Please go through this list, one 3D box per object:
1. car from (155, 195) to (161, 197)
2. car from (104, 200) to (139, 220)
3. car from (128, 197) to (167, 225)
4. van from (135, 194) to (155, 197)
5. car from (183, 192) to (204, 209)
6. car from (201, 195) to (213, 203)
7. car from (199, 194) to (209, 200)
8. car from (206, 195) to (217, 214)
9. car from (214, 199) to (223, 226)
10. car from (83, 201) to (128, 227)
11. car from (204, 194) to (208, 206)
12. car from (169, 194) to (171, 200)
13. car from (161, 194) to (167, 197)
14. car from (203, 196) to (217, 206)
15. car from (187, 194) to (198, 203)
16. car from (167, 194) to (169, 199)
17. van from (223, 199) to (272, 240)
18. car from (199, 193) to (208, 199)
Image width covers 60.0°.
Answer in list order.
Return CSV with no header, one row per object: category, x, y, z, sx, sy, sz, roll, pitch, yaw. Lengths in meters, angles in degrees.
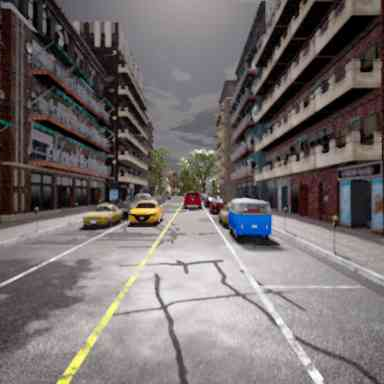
car,-5.700,1.291,44.073,2.008,1.369,4.403,1,0,0
car,-5.693,1.404,27.362,1.947,1.339,4.313,1,0,0
car,-3.096,1.340,23.163,1.882,1.535,5.008,0,0,0
van,-5.695,1.114,38.502,1.690,1.788,3.998,1,0,0
car,0.082,0.973,41.999,2.150,2.045,5.566,0,0,0
car,2.639,1.193,60.752,2.008,1.369,4.403,1,0,0
car,2.801,1.095,77.465,2.008,1.369,4.403,1,0,0
car,2.664,1.350,32.897,1.887,1.381,4.507,1,0,0
car,2.698,1.395,21.925,1.752,1.417,4.829,1,0,0
car,-5.689,1.397,21.620,1.752,1.417,4.829,1,0,0
car,2.647,1.306,44.039,1.947,1.339,4.313,1,0,0
car,-5.806,1.124,77.904,1.802,1.307,4.206,1,0,0
car,-5.706,1.226,55.217,2.008,1.369,4.403,1,0,0
car,2.644,1.289,49.610,1.802,1.307,4.206,1,0,0
car,0.072,1.188,60.985,2.033,1.411,5.357,0,0,0
car,-5.709,1.224,60.787,1.802,1.307,4.206,1,0,0
van,2.699,1.245,16.182,1.690,1.788,3.998,1,0,0
car,2.799,1.063,83.036,2.008,1.369,4.403,1,0,0
